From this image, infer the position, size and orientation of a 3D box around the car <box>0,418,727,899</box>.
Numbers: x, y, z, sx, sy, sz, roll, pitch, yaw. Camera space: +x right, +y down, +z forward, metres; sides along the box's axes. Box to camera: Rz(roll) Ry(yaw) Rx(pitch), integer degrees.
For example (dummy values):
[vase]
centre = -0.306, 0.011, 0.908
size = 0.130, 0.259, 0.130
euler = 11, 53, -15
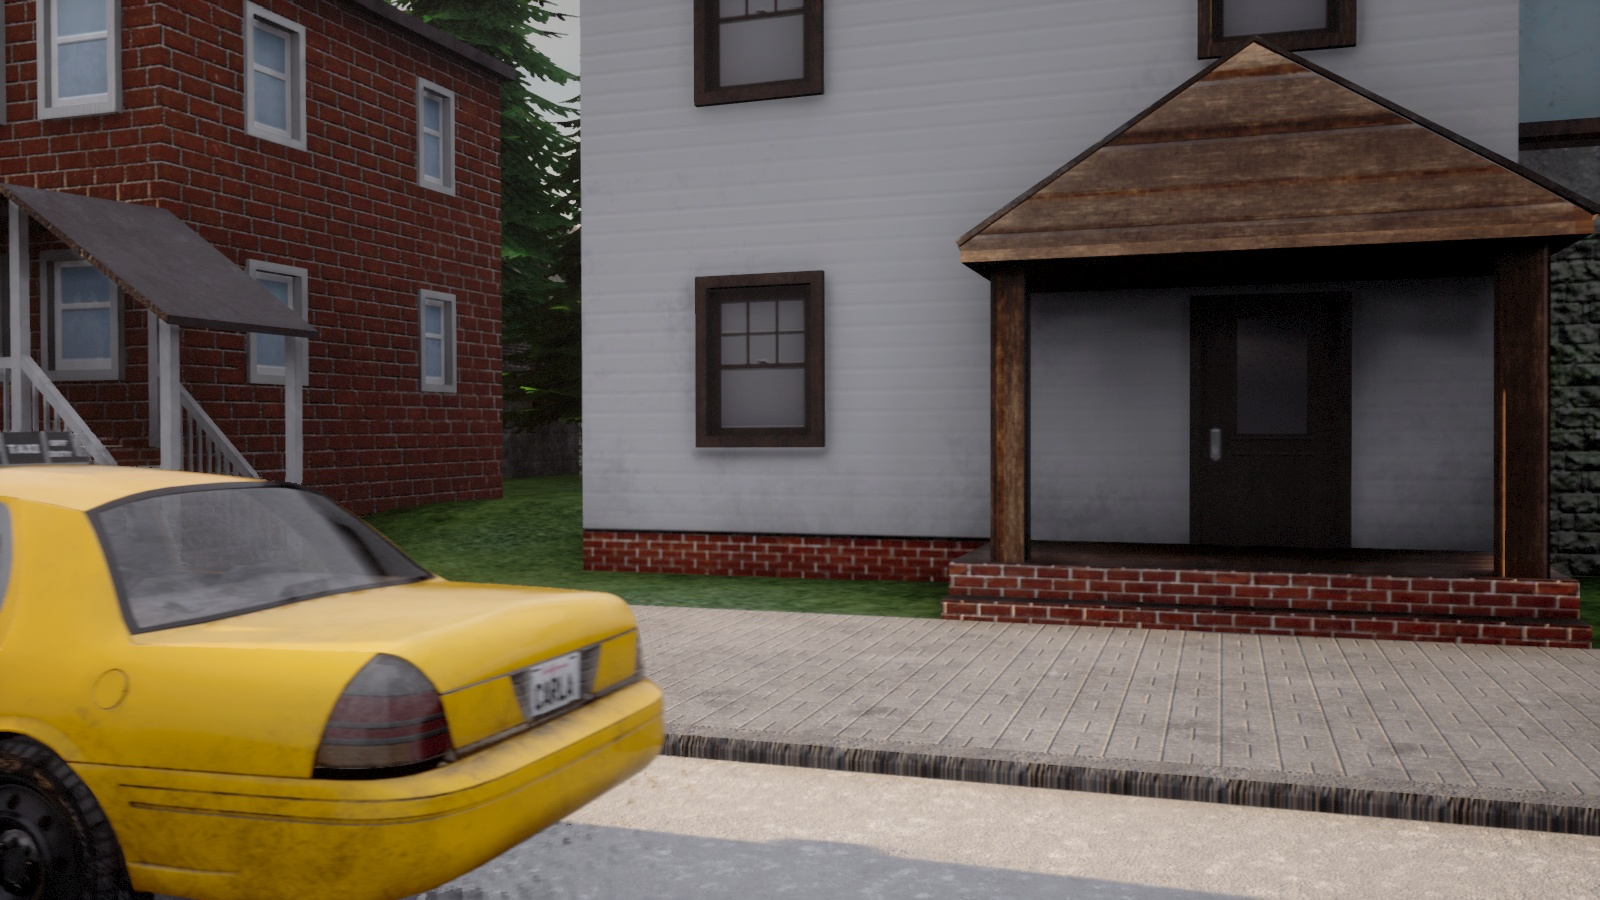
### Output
[car]
centre = -3.111, 0.676, 4.767
size = 5.366, 1.575, 1.801
euler = 1, 1, 19
